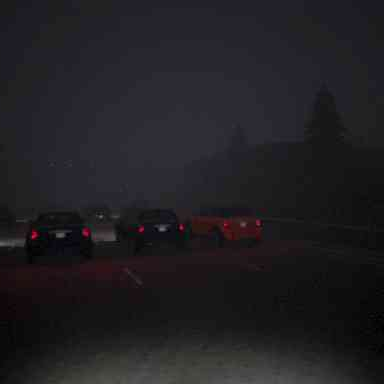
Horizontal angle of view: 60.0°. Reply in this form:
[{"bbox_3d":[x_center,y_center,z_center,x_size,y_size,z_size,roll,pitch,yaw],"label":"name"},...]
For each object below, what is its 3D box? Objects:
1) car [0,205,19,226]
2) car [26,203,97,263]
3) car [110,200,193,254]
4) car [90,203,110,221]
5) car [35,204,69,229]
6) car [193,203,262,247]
[{"bbox_3d":[-14.419,1.730,25.193,1.837,1.490,4.892,-1,0,-23],"label":"car"},{"bbox_3d":[-5.118,1.440,12.776,2.097,1.767,4.553,-1,0,-23],"label":"car"},{"bbox_3d":[-1.926,1.405,14.213,2.097,1.767,4.553,-1,0,-23],"label":"car"},{"bbox_3d":[-8.013,1.661,28.013,1.837,1.490,4.892,-1,0,-23],"label":"car"},{"bbox_3d":[-10.371,1.723,24.635,2.033,1.411,5.357,-1,0,-23],"label":"car"},{"bbox_3d":[1.272,1.371,15.634,2.097,1.767,4.553,-1,0,-23],"label":"car"}]
